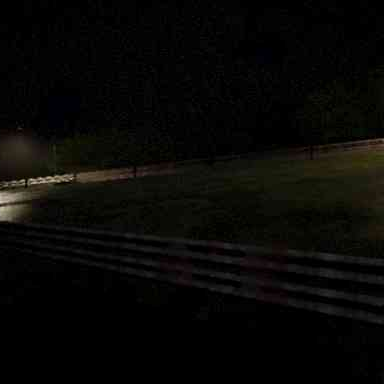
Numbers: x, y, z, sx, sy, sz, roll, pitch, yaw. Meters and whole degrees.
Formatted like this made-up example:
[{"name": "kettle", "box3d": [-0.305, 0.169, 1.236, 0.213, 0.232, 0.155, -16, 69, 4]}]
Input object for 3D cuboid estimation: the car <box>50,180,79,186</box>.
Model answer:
[{"name": "car", "box3d": [-21.007, -1.315, 54.646, 4.718, 1.301, 1.895, -4, -2, 27]}]
